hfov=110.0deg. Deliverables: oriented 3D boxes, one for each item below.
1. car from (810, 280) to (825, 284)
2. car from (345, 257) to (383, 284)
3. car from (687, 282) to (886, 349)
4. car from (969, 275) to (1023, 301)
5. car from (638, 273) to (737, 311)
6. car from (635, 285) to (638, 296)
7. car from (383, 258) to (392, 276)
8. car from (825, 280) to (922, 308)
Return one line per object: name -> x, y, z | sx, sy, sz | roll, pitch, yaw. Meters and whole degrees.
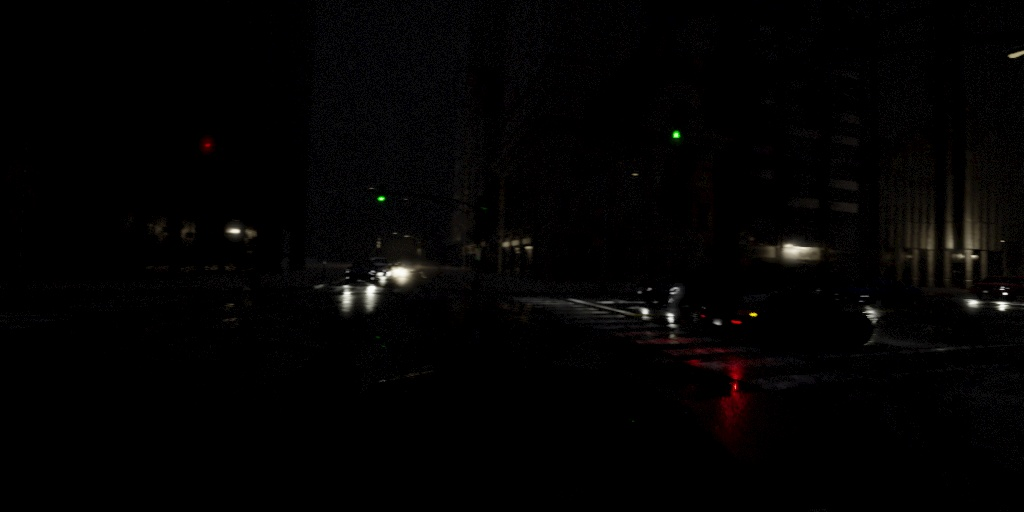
car -> 21.168, 2.296, 24.100 | 4.181, 1.385, 1.994 | 2, -1, -17
car -> -11.444, 1.187, 27.626 | 2.097, 1.767, 4.553 | 2, -1, -16
car -> 7.457, 1.585, 9.826 | 4.674, 1.442, 1.812 | 2, -1, -16
car -> 41.044, 2.631, 29.822 | 5.566, 2.045, 2.150 | 2, -1, -16
car -> 8.717, 1.596, 17.050 | 4.553, 1.767, 2.097 | 2, -1, -17
car -> 9.477, 1.833, 20.680 | 4.902, 1.511, 2.128 | 2, -1, -16
car -> -15.405, 1.165, 41.155 | 2.150, 2.045, 5.566 | 2, -1, -16
car -> 21.038, 2.134, 20.675 | 5.008, 1.535, 1.882 | 2, -1, -16
